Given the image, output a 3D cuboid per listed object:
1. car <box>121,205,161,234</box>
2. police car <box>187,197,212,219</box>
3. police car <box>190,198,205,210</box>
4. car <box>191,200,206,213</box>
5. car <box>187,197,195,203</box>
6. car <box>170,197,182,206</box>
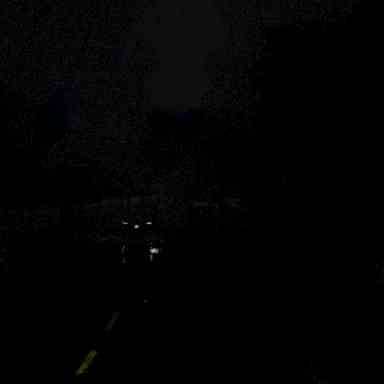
[{"bbox_3d":[-2.894,1.571,19.741,1.837,1.490,4.892,0,0,0],"label":"car"},{"bbox_3d":[0.755,1.545,30.882,1.930,1.638,5.238,0,0,0],"label":"police car"},{"bbox_3d":[0.719,1.632,46.890,1.930,1.638,5.238,0,0,0],"label":"police car"},{"bbox_3d":[0.733,1.697,40.777,1.812,1.442,4.674,0,0,0],"label":"car"},{"bbox_3d":[-0.183,1.896,81.133,1.994,1.385,4.181,0,-1,0],"label":"car"},{"bbox_3d":[-2.923,1.667,61.611,2.097,1.767,4.553,0,0,0],"label":"car"}]
